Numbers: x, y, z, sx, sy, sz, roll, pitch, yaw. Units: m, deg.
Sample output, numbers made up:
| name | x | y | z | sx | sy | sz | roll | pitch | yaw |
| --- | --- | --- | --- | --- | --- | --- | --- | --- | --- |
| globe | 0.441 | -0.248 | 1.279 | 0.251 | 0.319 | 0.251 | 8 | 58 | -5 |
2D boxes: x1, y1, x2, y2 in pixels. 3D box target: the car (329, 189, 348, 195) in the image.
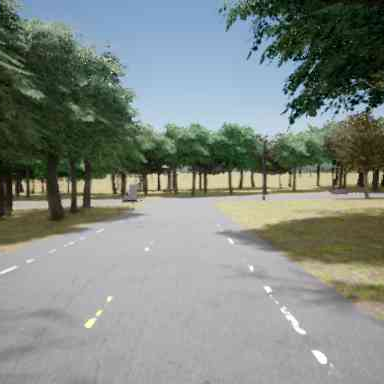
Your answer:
| name | x | y | z | sx | sy | sz | roll | pitch | yaw |
| --- | --- | --- | --- | --- | --- | --- | --- | --- | --- |
| car | 36.431 | -0.077 | 82.850 | 4.181 | 1.385 | 1.994 | -2 | 3 | 0 |

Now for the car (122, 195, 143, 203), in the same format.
| name | x | y | z | sx | sy | sz | roll | pitch | yaw |
| --- | --- | --- | --- | --- | --- | --- | --- | --- | --- |
| car | -13.471 | 1.526 | 75.730 | 4.553 | 1.767 | 2.097 | -1 | 3 | 0 |
